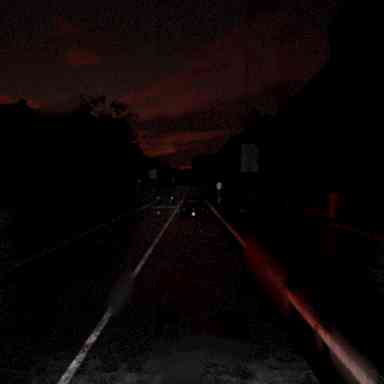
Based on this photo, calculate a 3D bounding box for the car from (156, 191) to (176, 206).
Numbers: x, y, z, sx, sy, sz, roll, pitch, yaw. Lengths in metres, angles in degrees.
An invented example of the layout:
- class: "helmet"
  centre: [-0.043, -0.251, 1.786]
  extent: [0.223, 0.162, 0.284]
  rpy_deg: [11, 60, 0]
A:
- class: "car"
  centre: [-3.093, 0.692, 39.877]
  extent: [2.097, 1.767, 4.553]
  rpy_deg: [0, 1, 0]

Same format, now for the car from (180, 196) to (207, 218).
- class: "car"
  centre: [0.101, 1.203, 25.307]
  extent: [1.895, 1.301, 4.718]
  rpy_deg: [0, 1, 0]

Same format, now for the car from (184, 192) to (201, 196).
- class: "car"
  centre: [0.101, 0.796, 42.598]
  extent: [1.837, 1.490, 4.892]
  rpy_deg: [0, 1, 0]
